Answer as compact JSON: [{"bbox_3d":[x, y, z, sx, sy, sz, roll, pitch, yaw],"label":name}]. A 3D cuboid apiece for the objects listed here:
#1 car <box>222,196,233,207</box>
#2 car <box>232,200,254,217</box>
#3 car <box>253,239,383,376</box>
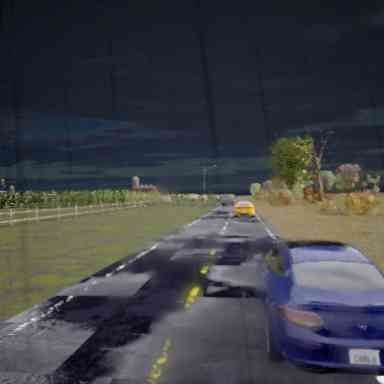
[{"bbox_3d":[7.140,1.827,66.112,2.150,2.045,5.566,-1,-1,8],"label":"car"},{"bbox_3d":[5.384,1.751,34.409,1.882,1.535,5.008,-1,-1,8],"label":"car"},{"bbox_3d":[2.094,1.543,5.692,1.812,1.442,4.674,-1,-1,8],"label":"car"}]
